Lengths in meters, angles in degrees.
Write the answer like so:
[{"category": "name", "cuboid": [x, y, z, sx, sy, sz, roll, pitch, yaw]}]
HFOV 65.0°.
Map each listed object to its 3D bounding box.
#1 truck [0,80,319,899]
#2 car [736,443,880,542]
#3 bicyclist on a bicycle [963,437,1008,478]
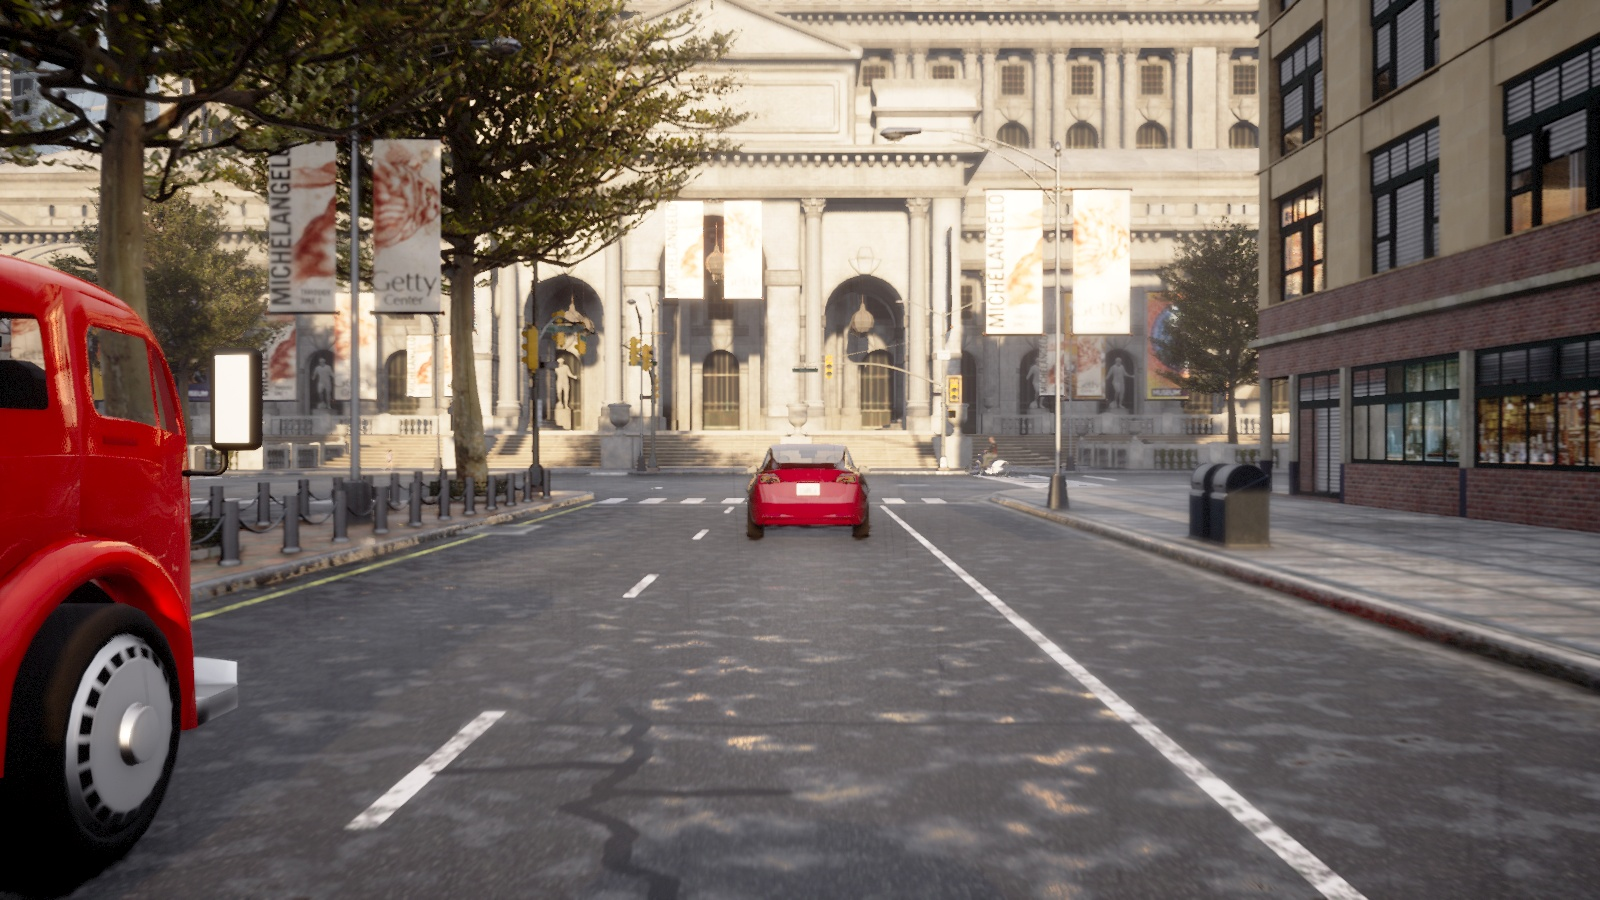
[{"category": "truck", "cuboid": [-3.467, 0.240, 2.991, 2.627, 2.467, 5.204, 0, 0, 0]}, {"category": "car", "cuboid": [0.136, 0.626, 21.277, 2.163, 1.488, 4.792, 0, 0, 0]}, {"category": "bicyclist on a bicycle", "cuboid": [8.048, 0.317, 54.400, 1.843, 1.776, 0.659, 0, 0, 1]}]
